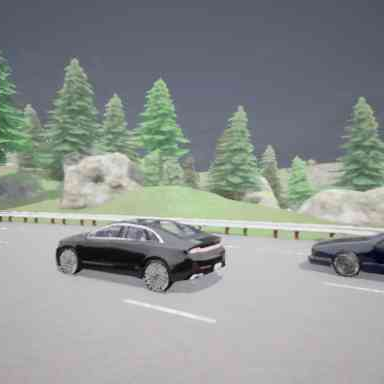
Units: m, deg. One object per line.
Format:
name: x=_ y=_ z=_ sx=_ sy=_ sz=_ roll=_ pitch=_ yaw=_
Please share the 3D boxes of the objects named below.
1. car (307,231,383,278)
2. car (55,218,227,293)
car: x=5.787 y=1.500 z=8.258 sx=5.357 sy=1.411 sz=2.033 roll=0 pitch=0 yaw=35
car: x=-1.501 y=1.443 z=8.692 sx=4.902 sy=1.511 sz=2.128 roll=0 pitch=0 yaw=31
